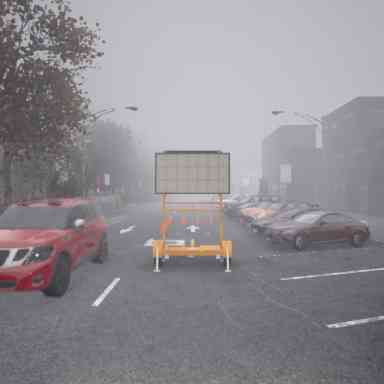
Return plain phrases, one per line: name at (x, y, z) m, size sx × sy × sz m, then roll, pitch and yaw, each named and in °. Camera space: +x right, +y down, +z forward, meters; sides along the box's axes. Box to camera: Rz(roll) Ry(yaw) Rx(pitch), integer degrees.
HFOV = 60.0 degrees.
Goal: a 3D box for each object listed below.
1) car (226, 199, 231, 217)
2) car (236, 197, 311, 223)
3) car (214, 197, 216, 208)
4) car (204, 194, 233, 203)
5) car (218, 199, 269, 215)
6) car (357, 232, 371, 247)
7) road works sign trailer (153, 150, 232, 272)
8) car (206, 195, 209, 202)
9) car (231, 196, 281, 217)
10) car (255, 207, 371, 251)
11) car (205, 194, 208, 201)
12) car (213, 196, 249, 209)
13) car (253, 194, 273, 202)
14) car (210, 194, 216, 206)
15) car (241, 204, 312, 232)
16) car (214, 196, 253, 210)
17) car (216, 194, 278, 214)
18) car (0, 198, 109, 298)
car at (5.391, 1.538, 26.045) m, size 4.674 × 1.452 × 2.002 m, roll 1°, pitch 0°, yaw -20°
car at (5.395, 1.366, 20.048) m, size 4.553 × 1.767 × 2.185 m, roll 1°, pitch 0°, yaw -20°
car at (5.255, 1.503, 31.982) m, size 5.366 × 1.575 × 1.946 m, roll 1°, pitch 0°, yaw -20°
car at (5.622, 1.391, 71.113) m, size 5.566 × 2.045 × 2.435 m, roll 1°, pitch 0°, yaw -20°
car at (5.419, 1.545, 35.039) m, size 4.792 × 1.488 × 2.163 m, roll 1°, pitch 0°, yaw -20°
car at (5.318, 1.487, 5.036) m, size 4.892 × 1.521 × 2.231 m, roll 1°, pitch 0°, yaw -20°
road works sign trailer at (0.019, 0.465, 10.771) m, size 2.380 × 3.560 × 2.880 m, roll 0°, pitch 0°, yaw 0°
car at (5.554, 1.583, 56.075) m, size 5.008 × 1.535 × 2.097 m, roll 1°, pitch -1°, yaw -20°
car at (5.411, 1.369, 23.049) m, size 4.553 × 1.767 × 2.185 m, roll 1°, pitch 0°, yaw -20°
car at (5.338, 1.528, 14.036) m, size 4.674 × 1.452 × 2.002 m, roll 1°, pitch 0°, yaw -20°
car at (5.414, 1.613, 65.020) m, size 5.366 × 1.575 × 1.946 m, roll 1°, pitch 0°, yaw -20°
car at (5.486, 1.424, 47.056) m, size 4.553 × 1.767 × 2.185 m, roll 1°, pitch 0°, yaw -20°
car at (18.637, 1.463, 87.065) m, size 2.435 × 2.045 × 5.566 m, roll 0°, pitch 0°, yaw -21°
car at (5.443, 1.271, 38.041) m, size 5.566 × 2.045 × 2.435 m, roll 1°, pitch 0°, yaw -20°
car at (5.321, 1.518, 17.028) m, size 4.792 × 1.488 × 2.163 m, roll 1°, pitch 0°, yaw -20°
car at (5.470, 1.414, 44.054) m, size 4.553 × 1.767 × 2.185 m, roll 1°, pitch 0°, yaw -20°
car at (5.401, 1.252, 29.024) m, size 5.566 × 2.045 × 2.435 m, roll 1°, pitch 0°, yaw -20°
car at (-3.834, 1.222, 8.901) m, size 2.150 × 2.045 × 5.566 m, roll 0°, pitch 0°, yaw 0°
